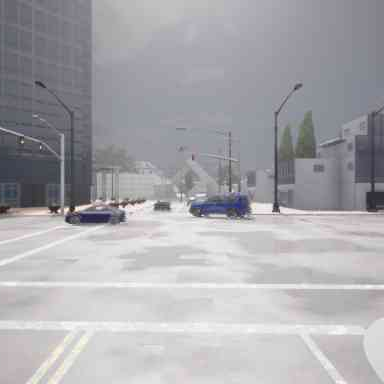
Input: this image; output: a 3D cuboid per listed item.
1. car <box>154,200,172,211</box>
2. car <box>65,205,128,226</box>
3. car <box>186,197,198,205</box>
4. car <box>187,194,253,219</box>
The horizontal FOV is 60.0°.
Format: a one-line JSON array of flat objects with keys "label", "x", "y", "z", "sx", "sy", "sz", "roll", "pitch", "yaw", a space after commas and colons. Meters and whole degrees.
[{"label": "car", "x": -3.614, "y": 1.600, "z": 41.604, "sx": 1.895, "sy": 1.301, "sz": 4.718, "roll": 0, "pitch": 0, "yaw": 0}, {"label": "car", "x": -6.670, "y": 1.599, "z": 23.407, "sx": 4.181, "sy": 1.385, "sz": 1.994, "roll": 0, "pitch": 0, "yaw": 0}, {"label": "car", "x": 0.127, "y": 1.546, "z": 59.014, "sx": 2.033, "sy": 1.411, "sz": 5.357, "roll": 0, "pitch": 0, "yaw": 1}, {"label": "car", "x": 2.519, "y": 1.227, "z": 29.140, "sx": 5.566, "sy": 2.045, "sz": 2.150, "roll": 0, "pitch": 1, "yaw": 29}]
